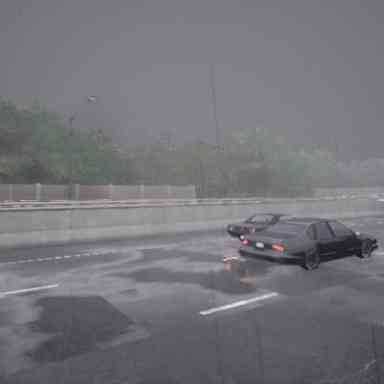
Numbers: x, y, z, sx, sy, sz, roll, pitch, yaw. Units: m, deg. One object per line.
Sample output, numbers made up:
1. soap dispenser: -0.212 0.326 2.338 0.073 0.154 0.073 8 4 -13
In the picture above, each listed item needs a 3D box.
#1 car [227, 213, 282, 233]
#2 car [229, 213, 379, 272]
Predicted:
1. car: 3.950 1.605 15.156 4.718 1.301 1.895 0 0 -35
2. car: 3.964 1.551 10.869 5.357 1.411 2.033 0 0 -35
